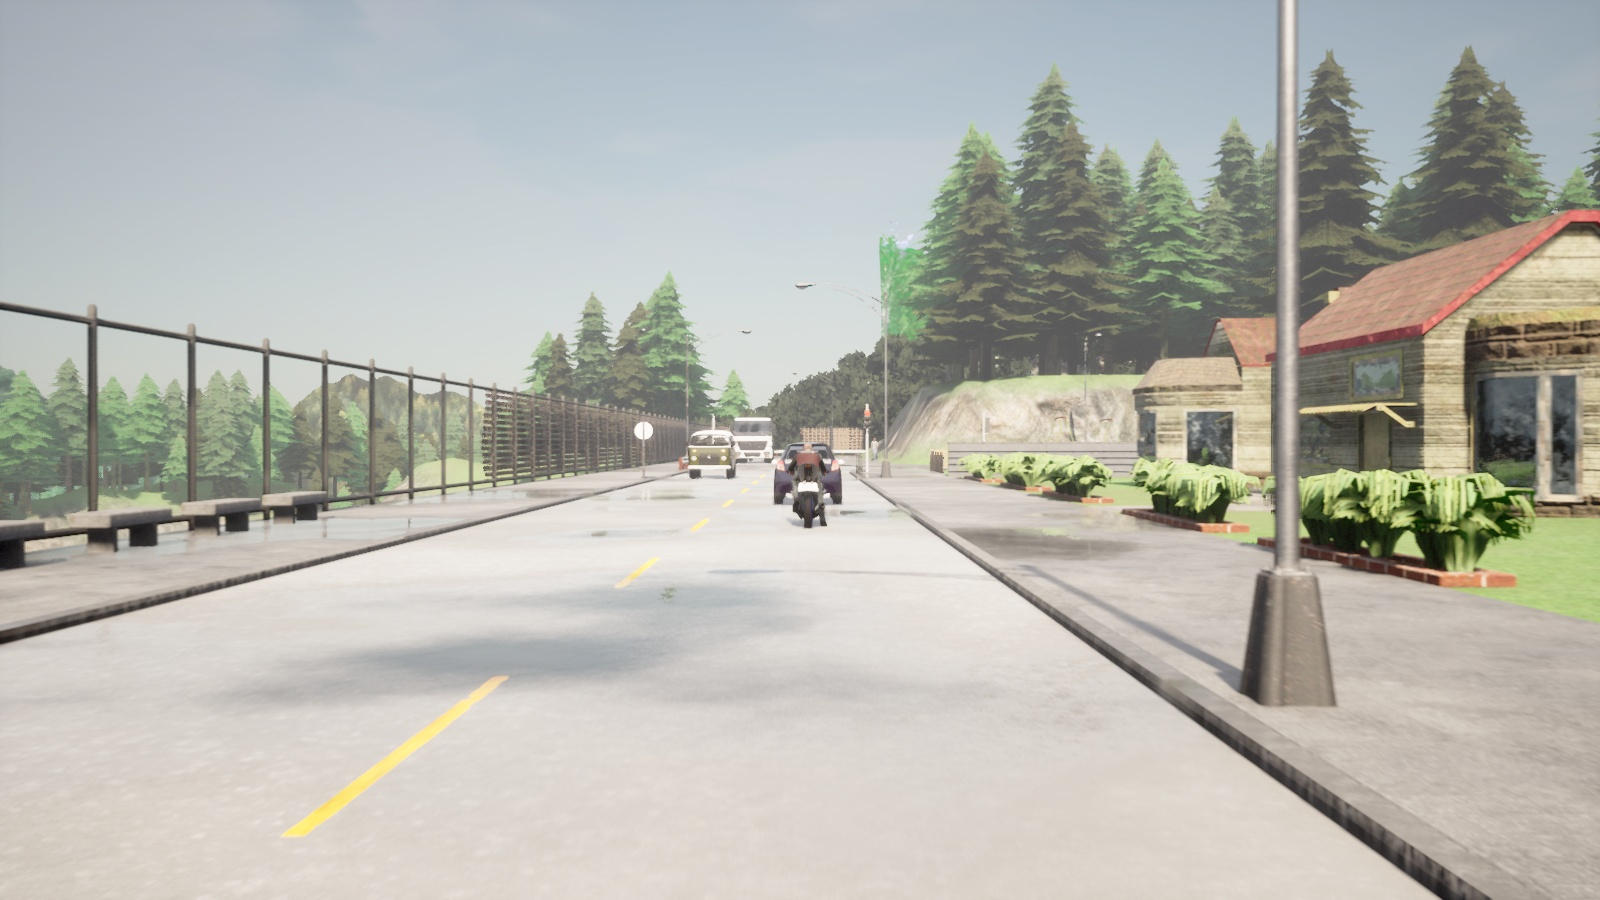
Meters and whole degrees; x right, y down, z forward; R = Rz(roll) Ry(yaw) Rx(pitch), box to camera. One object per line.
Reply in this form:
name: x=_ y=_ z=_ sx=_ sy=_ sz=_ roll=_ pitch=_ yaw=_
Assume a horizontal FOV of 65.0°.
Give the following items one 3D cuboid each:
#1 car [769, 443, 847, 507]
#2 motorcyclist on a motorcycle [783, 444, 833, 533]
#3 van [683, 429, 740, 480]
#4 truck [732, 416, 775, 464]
car: x=0.197 y=0.583 z=31.544 sx=1.845 sy=1.501 sz=3.633 roll=0 pitch=0 yaw=0
motorcyclist on a motorcycle: x=0.144 y=0.654 z=22.631 sx=0.866 sy=1.530 sz=2.191 roll=0 pitch=0 yaw=0
van: x=-3.674 y=0.170 z=52.751 sx=2.069 sy=2.038 sz=4.480 roll=0 pitch=0 yaw=0
truck: x=-3.418 y=-0.770 z=94.447 sx=2.891 sy=3.462 sz=7.936 roll=0 pitch=0 yaw=0
